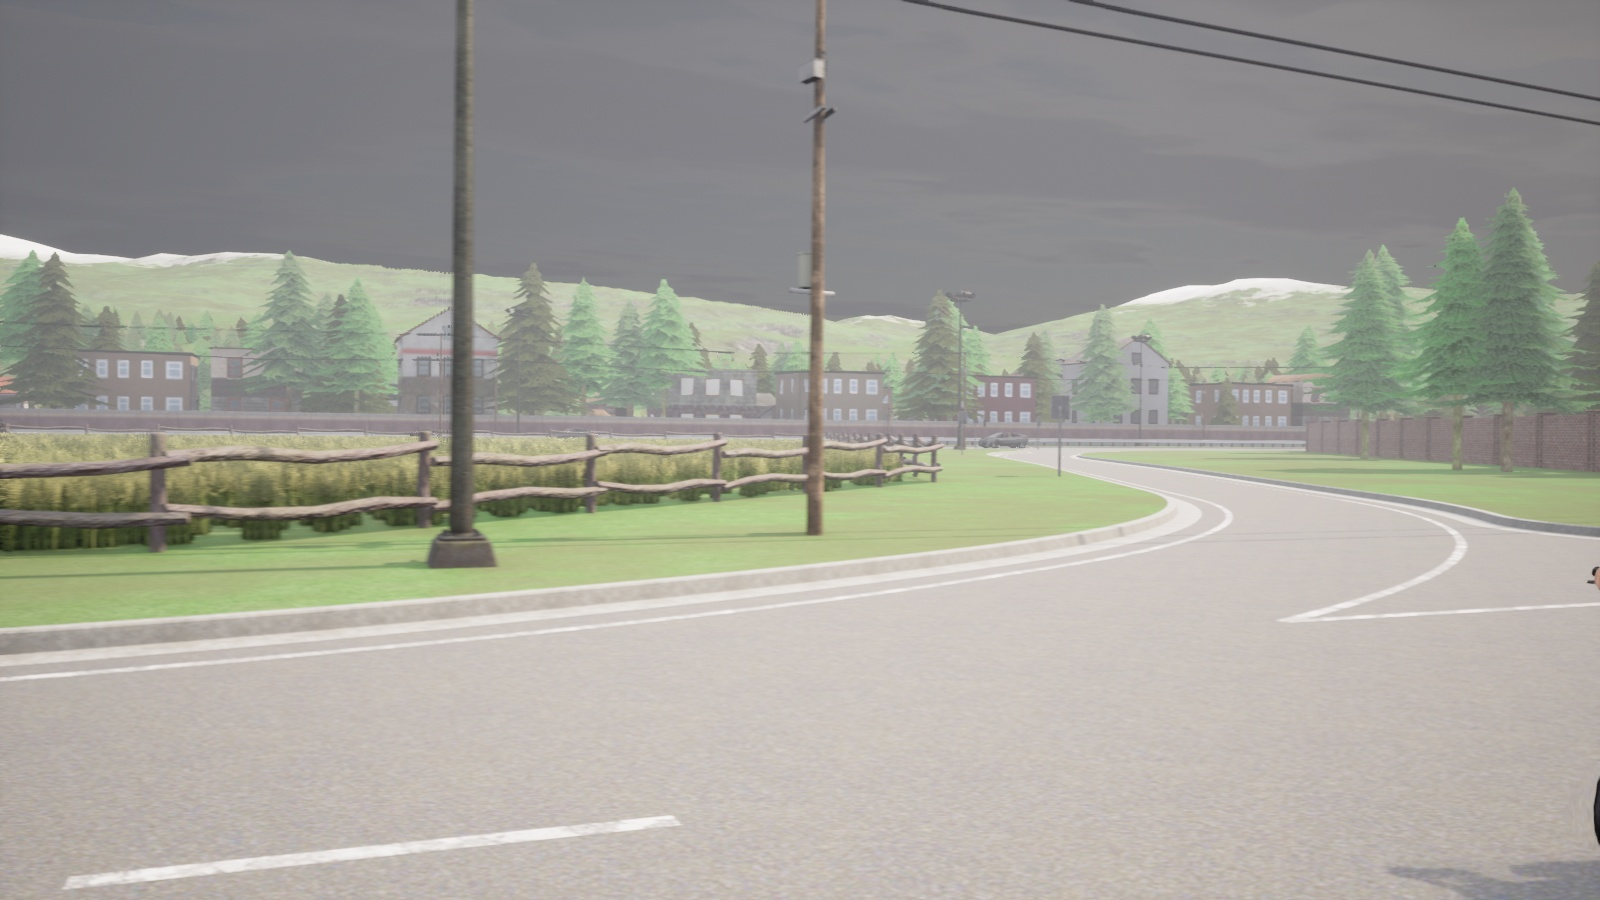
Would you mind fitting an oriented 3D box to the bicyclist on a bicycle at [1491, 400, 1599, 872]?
[{"bbox_3d":[3.436,0.624,4.538,1.509,1.612,0.866,-1,1,-21],"label":"bicyclist on a bicycle"}]
